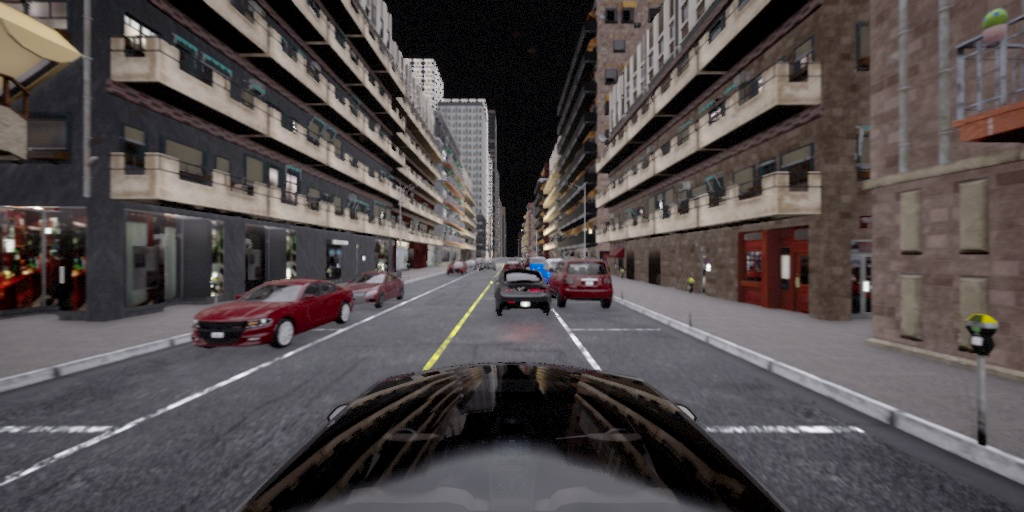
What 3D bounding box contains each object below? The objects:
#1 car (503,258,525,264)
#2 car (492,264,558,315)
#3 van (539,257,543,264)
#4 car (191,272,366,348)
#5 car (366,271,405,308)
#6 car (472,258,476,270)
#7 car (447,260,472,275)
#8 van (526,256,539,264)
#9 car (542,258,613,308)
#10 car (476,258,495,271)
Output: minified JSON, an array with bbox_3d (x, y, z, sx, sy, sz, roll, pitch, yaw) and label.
[{"bbox_3d":[0.099,1.140,37.963,1.882,1.535,5.008,0,0,0],"label":"car"},{"bbox_3d":[0.278,1.226,13.497,1.837,1.490,4.892,0,0,-3],"label":"car"},{"bbox_3d":[2.689,1.044,20.541,1.690,1.789,3.998,0,0,0],"label":"van"},{"bbox_3d":[-5.691,1.276,9.173,1.888,1.381,4.507,0,0,0],"label":"car"},{"bbox_3d":[-5.692,1.299,14.856,1.802,1.307,4.207,0,0,0],"label":"car"},{"bbox_3d":[-5.692,1.188,48.950,2.007,1.370,4.403,0,0,0],"label":"car"},{"bbox_3d":[-5.692,1.208,37.585,1.888,1.381,4.507,0,0,0],"label":"car"},{"bbox_3d":[2.689,1.004,37.588,1.690,1.789,3.998,0,0,0],"label":"van"},{"bbox_3d":[2.689,1.031,14.859,2.192,1.841,5.009,0,0,0],"label":"car"},{"bbox_3d":[-3.048,1.211,45.297,1.994,1.385,4.181,0,0,1],"label":"car"}]
